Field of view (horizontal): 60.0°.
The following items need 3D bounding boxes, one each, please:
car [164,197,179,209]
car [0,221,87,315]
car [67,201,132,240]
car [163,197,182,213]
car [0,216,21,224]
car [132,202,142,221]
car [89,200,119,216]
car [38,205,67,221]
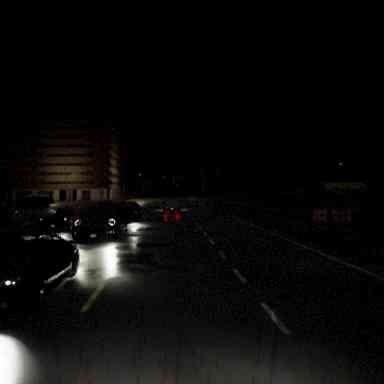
[{"bbox_3d":[-2.999,1.534,48.531,2.128,1.511,4.902,-1,0,-4],"label":"car"},{"bbox_3d":[-4.017,1.619,7.574,1.994,1.385,4.181,-1,0,-4],"label":"car"},{"bbox_3d":[-4.638,1.416,17.361,2.097,1.767,4.553,-1,0,-4],"label":"car"},{"bbox_3d":[-2.253,1.557,37.450,1.812,1.442,4.674,-1,0,-3],"label":"car"},{"bbox_3d":[-7.793,1.585,11.811,1.882,1.535,5.008,-1,0,-4],"label":"car"},{"bbox_3d":[-5.283,1.550,27.757,1.882,1.535,5.008,-1,0,-4],"label":"car"},{"bbox_3d":[-9.234,1.675,35.262,2.033,1.411,5.357,-1,0,-3],"label":"car"},{"bbox_3d":[-8.436,1.717,22.033,1.895,1.301,4.718,-1,0,-4],"label":"car"}]
